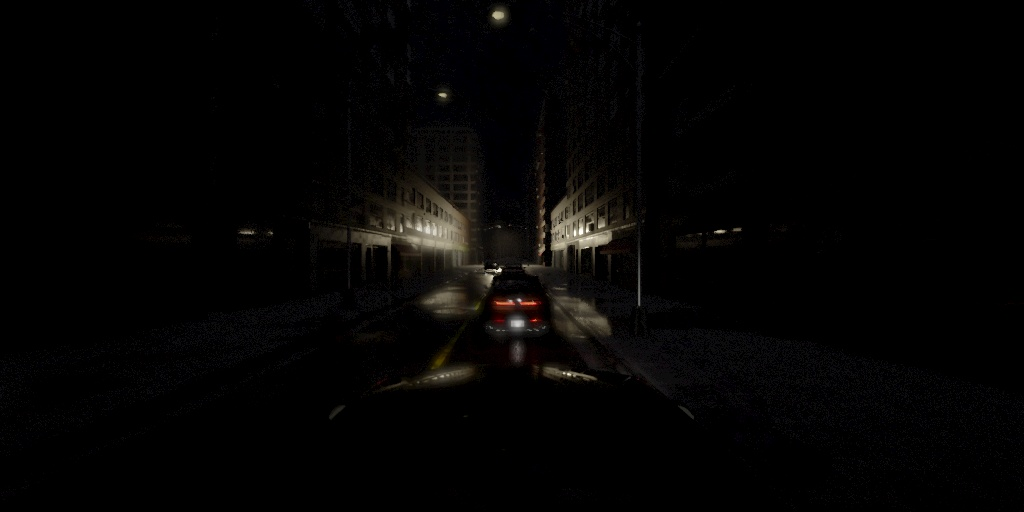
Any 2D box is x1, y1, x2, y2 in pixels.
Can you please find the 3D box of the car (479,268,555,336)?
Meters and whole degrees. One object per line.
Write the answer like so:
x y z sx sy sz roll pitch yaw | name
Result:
0.105 1.257 10.385 1.837 1.490 4.892 0 0 0 | car

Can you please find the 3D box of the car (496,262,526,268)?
0.094 1.250 28.168 2.128 1.511 4.902 0 0 0 | car

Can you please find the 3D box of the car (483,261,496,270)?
-2.834 1.324 49.326 2.033 1.411 5.357 0 0 0 | car
